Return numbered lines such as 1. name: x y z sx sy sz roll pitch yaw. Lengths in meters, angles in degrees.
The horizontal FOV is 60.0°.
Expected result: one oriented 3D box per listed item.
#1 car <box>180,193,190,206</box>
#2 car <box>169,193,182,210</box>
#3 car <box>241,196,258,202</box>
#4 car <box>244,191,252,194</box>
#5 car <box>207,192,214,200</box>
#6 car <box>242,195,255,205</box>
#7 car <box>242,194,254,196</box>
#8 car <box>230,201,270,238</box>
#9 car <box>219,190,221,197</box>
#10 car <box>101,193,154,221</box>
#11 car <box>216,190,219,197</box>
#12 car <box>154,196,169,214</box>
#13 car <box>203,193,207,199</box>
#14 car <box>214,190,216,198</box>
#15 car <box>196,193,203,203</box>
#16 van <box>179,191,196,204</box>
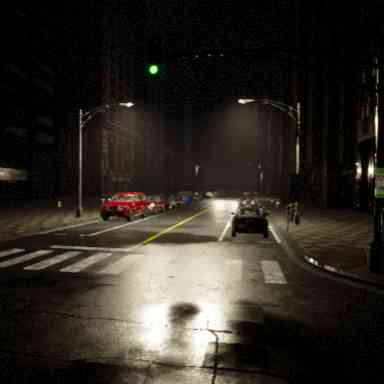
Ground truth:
1. car: -1.822 1.087 40.172 1.802 1.307 4.206 1 1 9
2. car: -2.750 1.122 34.609 1.947 1.339 4.313 1 1 9
3. car: 4.733 1.290 27.653 2.008 1.369 4.403 1 1 9
4. car: 7.516 1.025 44.342 1.967 1.590 4.097 1 1 9
5. car: 2.815 0.823 67.990 1.947 1.339 4.313 1 1 9
6. car: 8.442 1.117 49.907 1.802 1.307 4.206 1 1 9
7. car: 5.660 1.232 33.217 1.887 1.381 4.507 1 1 9
8. car: 2.878 1.393 16.526 2.008 1.369 4.403 1 1 9
9. car: 5.570 0.642 84.514 1.752 1.417 4.829 1 1 9
10. car: -4.602 0.975 23.478 2.192 1.841 5.009 1 1 9
11. car: 4.670 0.728 79.118 1.947 1.339 4.313 1 1 9
12. car: -3.676 1.048 29.044 1.967 1.590 4.097 1 1 9
13. car: 0.933 0.882 56.695 1.752 1.417 4.829 1 1 9
14. car: 3.715 0.736 73.386 1.752 1.417 4.829 1 1 9
15. car: 0.034 0.844 51.298 1.967 1.590 4.097 1 1 9
16. van: -0.892 0.796 45.733 1.690 1.788 3.998 1 1 9
